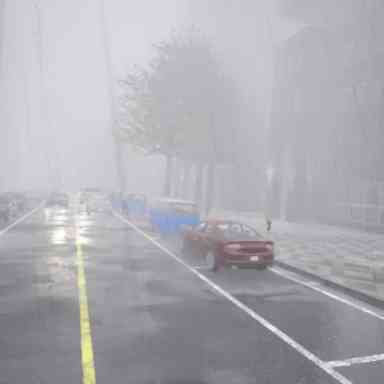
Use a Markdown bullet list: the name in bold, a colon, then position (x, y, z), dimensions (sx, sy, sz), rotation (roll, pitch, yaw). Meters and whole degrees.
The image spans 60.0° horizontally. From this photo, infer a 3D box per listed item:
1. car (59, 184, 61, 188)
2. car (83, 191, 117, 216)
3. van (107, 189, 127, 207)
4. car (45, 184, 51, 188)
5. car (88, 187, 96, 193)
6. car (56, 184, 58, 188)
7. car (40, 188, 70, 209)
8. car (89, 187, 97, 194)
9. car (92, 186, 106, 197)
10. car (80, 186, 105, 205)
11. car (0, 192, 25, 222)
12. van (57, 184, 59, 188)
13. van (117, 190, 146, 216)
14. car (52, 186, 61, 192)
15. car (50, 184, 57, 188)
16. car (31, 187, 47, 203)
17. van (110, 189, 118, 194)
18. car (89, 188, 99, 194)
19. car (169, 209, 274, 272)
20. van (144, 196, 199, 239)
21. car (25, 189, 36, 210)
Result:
- **car**: position (-27.730, -0.485, 66.202), dimensions (1.887, 1.381, 4.507), rotation (3, 0, -20)
- **car**: position (-7.149, 0.957, 25.550), dimensions (1.812, 1.442, 4.674), rotation (3, 0, -19)
- **van**: position (-8.455, 0.638, 37.288), dimensions (1.690, 1.788, 3.998), rotation (3, 0, -20)
- **car**: position (-18.352, 0.107, 39.727), dimensions (1.967, 1.590, 4.097), rotation (3, 0, -20)
- **car**: position (-27.265, -0.569, 90.397), dimensions (1.752, 1.417, 4.829), rotation (3, 0, -20)
- **car**: position (-23.981, -0.201, 55.612), dimensions (2.008, 1.369, 4.403), rotation (3, 0, -20)
- **car**: position (-11.995, 0.656, 29.911), dimensions (2.033, 1.411, 5.357), rotation (3, 0, -19)
- **car**: position (-25.390, -0.432, 85.102), dimensions (1.752, 1.417, 4.829), rotation (3, 0, -20)
- **car**: position (-17.824, -0.086, 63.762), dimensions (2.192, 1.841, 5.009), rotation (3, 0, -20)
- **car**: position (-11.296, 0.343, 37.166), dimensions (2.150, 2.045, 5.566), rotation (4, 1, -19)
- **car**: position (-10.863, 0.796, 18.547), dimensions (1.947, 1.339, 4.313), rotation (3, 0, -20)
- **van**: position (-25.843, -0.549, 60.907), dimensions (1.690, 1.788, 3.998), rotation (3, 0, -20)
- **van**: position (-4.706, 0.920, 26.698), dimensions (1.690, 1.788, 3.998), rotation (3, 0, -20)
- **car**: position (-33.355, -0.861, 82.088), dimensions (1.802, 1.307, 4.206), rotation (3, 0, -20)
- **car**: position (-22.107, -0.062, 50.317), dimensions (2.008, 1.369, 4.403), rotation (3, 0, -20)
- **car**: position (-16.426, 0.337, 34.272), dimensions (1.752, 1.417, 4.829), rotation (3, 0, -20)
- **van**: position (-6.581, 0.779, 31.993), dimensions (1.690, 1.788, 3.998), rotation (3, 0, -20)
- **car**: position (-23.461, -0.265, 79.647), dimensions (2.008, 1.369, 4.403), rotation (3, 0, -20)
- **car**: position (0.903, 1.548, 10.816), dimensions (1.887, 1.381, 4.507), rotation (3, 0, -20)
- **van**: position (-0.959, 1.203, 16.109), dimensions (1.690, 1.788, 3.998), rotation (3, 0, -20)
- **car**: position (-12.737, 0.655, 23.842), dimensions (1.947, 1.339, 4.313), rotation (3, 0, -20)
